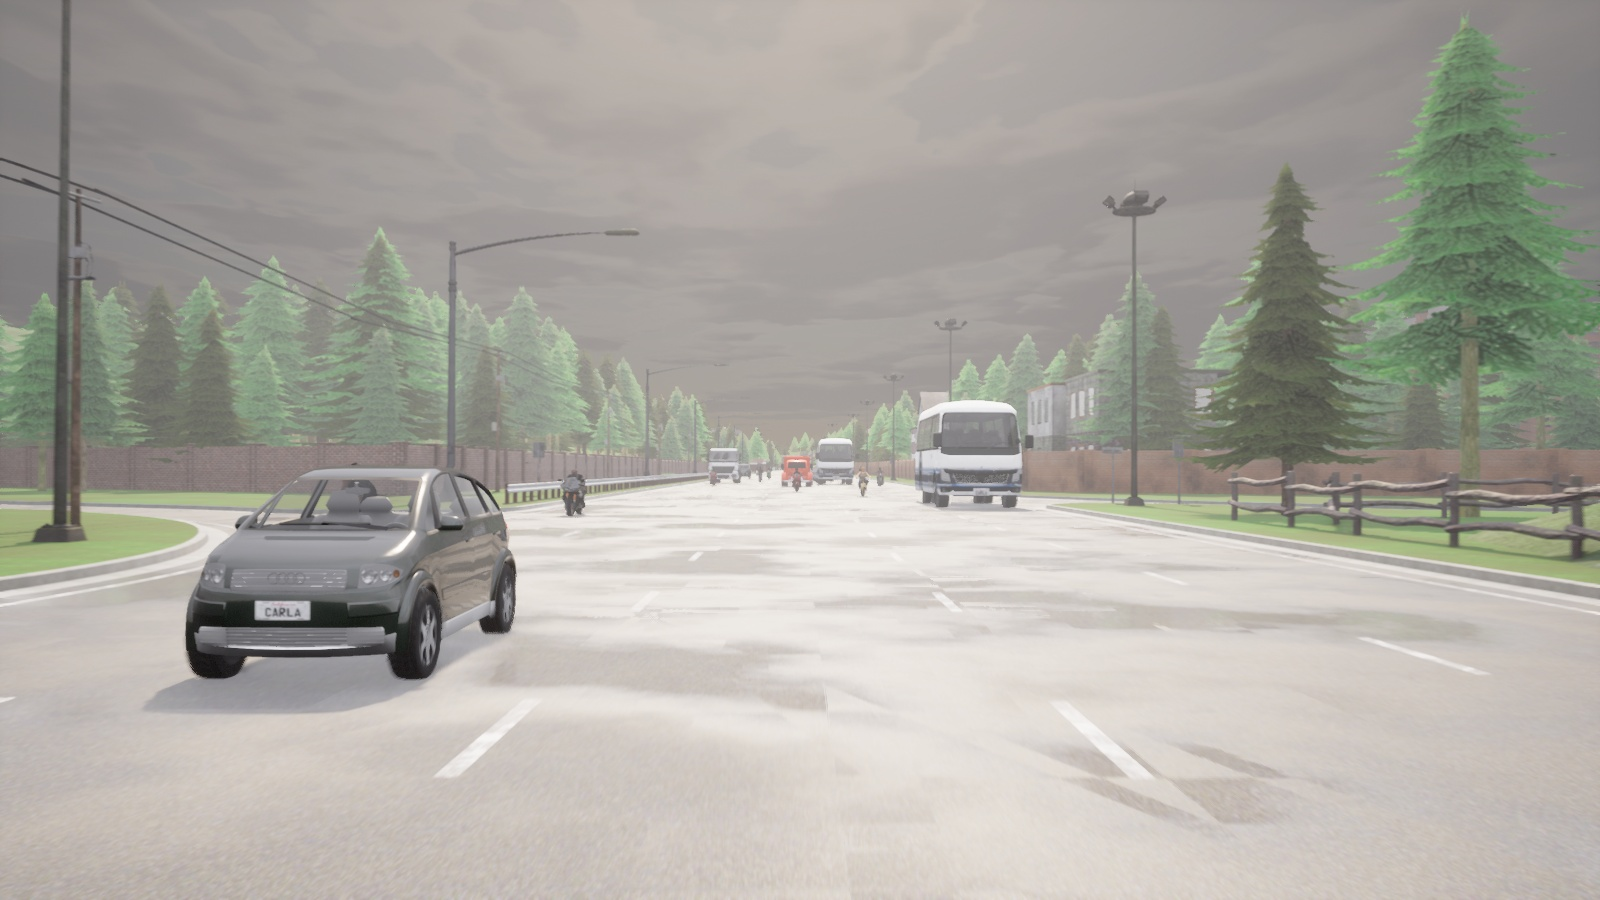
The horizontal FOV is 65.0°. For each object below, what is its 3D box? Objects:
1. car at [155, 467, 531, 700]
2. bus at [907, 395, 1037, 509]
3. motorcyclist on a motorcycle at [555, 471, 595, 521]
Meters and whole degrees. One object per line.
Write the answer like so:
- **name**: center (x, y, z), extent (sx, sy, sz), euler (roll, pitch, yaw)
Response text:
- **car**: center (-3.525, 0.943, 10.454), extent (1.789, 1.549, 3.705), euler (0, 0, 0)
- **bus**: center (6.871, 0.135, 52.176), extent (3.944, 4.253, 10.273), euler (0, -1, 0)
- **motorcyclist on a motorcycle**: center (-7.094, 1.428, 39.680), extent (0.866, 1.530, 2.191), euler (0, -1, 0)
